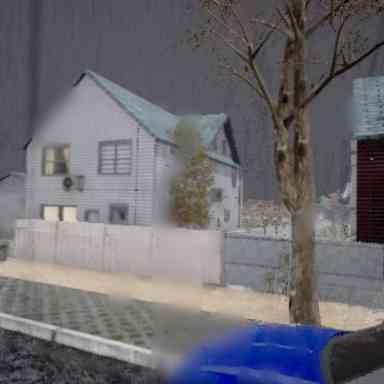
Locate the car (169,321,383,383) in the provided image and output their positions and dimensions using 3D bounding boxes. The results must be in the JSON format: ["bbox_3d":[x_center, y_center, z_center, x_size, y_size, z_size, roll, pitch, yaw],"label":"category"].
[{"bbox_3d":[2.190,1.635,2.201,5.008,1.535,1.882,1,-2,25],"label":"car"}]
